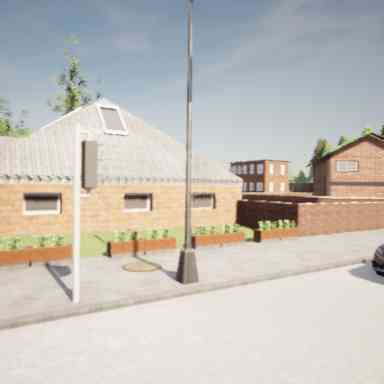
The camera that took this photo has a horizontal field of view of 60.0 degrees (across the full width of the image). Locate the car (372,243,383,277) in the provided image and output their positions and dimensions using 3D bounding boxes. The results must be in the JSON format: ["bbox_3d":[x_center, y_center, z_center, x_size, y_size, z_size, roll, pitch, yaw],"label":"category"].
[{"bbox_3d":[6.653,1.452,8.588,4.674,1.442,1.812,0,1,-31],"label":"car"}]
